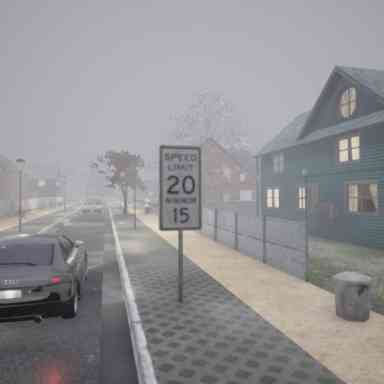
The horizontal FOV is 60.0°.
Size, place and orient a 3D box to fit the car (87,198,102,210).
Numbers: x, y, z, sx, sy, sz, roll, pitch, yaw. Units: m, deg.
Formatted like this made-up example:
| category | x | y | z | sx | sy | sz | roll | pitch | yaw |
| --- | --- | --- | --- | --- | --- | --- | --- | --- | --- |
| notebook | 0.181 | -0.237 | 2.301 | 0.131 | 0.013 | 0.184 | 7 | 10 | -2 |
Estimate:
| category | x | y | z | sx | sy | sz | roll | pitch | yaw |
| --- | --- | --- | --- | --- | --- | --- | --- | --- | --- |
| car | -13.475 | 1.613 | 46.221 | 1.837 | 1.490 | 4.892 | 0 | 0 | -14 |

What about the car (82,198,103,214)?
| category | x | y | z | sx | sy | sz | roll | pitch | yaw |
| --- | --- | --- | --- | --- | --- | --- | --- | --- | --- |
| car | -10.954 | 1.679 | 36.675 | 1.895 | 1.301 | 4.718 | 0 | 0 | -14 |

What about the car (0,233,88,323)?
| category | x | y | z | sx | sy | sz | roll | pitch | yaw |
| --- | --- | --- | --- | --- | --- | --- | --- | --- | --- |
| car | -3.357 | 1.576 | 7.155 | 1.994 | 1.385 | 4.181 | 0 | 0 | -15 |
